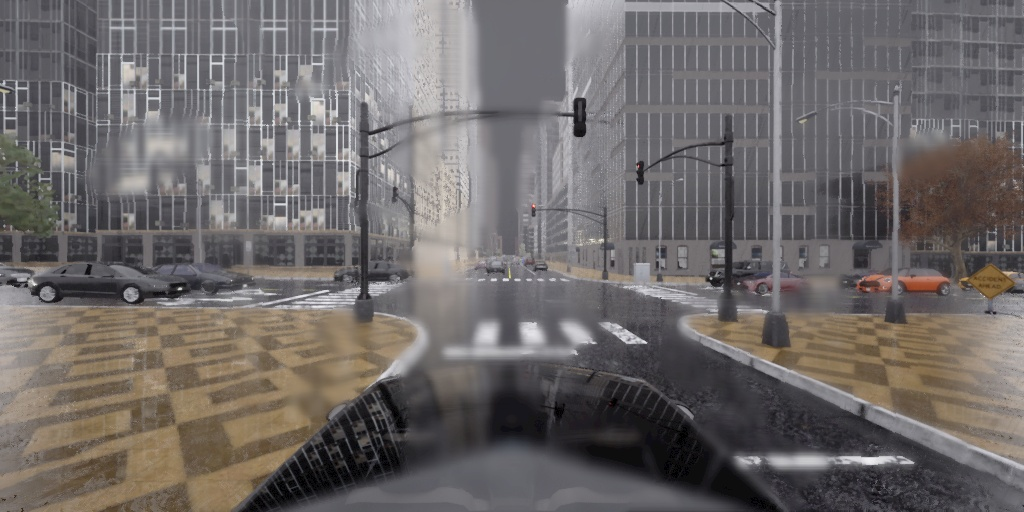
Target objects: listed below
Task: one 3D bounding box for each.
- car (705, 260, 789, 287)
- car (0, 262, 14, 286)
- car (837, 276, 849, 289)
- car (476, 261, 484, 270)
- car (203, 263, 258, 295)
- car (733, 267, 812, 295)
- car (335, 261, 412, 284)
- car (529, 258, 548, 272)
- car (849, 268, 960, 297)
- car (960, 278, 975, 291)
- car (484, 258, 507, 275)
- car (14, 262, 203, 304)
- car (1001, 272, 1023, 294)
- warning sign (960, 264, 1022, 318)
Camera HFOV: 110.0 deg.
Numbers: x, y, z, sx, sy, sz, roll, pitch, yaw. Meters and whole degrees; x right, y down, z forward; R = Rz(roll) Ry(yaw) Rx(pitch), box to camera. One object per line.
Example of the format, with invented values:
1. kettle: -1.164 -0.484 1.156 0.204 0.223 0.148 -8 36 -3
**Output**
1. car: 16.900 1.301 25.601 5.566 2.045 2.150 1 0 -3
2. car: -25.374 0.801 16.683 4.902 1.511 2.128 1 0 -3
3. car: 26.289 1.812 26.095 4.181 1.385 1.994 1 0 -3
4. car: -4.322 1.340 52.068 1.802 1.307 4.207 0 0 -1
5. car: -15.440 1.039 17.233 5.357 1.411 2.033 1 0 0
6. car: 16.087 1.630 22.305 4.181 1.385 1.994 1 0 -3
7. car: -9.290 1.105 24.269 4.892 1.490 1.837 1 3 -12
8. car: 3.663 1.327 46.623 1.948 1.339 4.313 0 0 -1
9. car: 24.781 1.573 22.757 4.553 1.767 2.097 1 0 -3
10. car: 36.318 1.905 26.608 5.008 1.535 1.882 1 0 -3
11. car: -1.730 1.242 39.454 1.882 1.535 5.008 0 0 -1
12. car: -15.427 0.998 13.945 4.892 1.490 1.837 1 0 -3
13. car: 33.779 1.947 23.221 4.181 1.385 1.994 1 0 -2
14. warning sign: 17.213 1.204 12.901 1.060 1.860 1.300 0 0 -3
